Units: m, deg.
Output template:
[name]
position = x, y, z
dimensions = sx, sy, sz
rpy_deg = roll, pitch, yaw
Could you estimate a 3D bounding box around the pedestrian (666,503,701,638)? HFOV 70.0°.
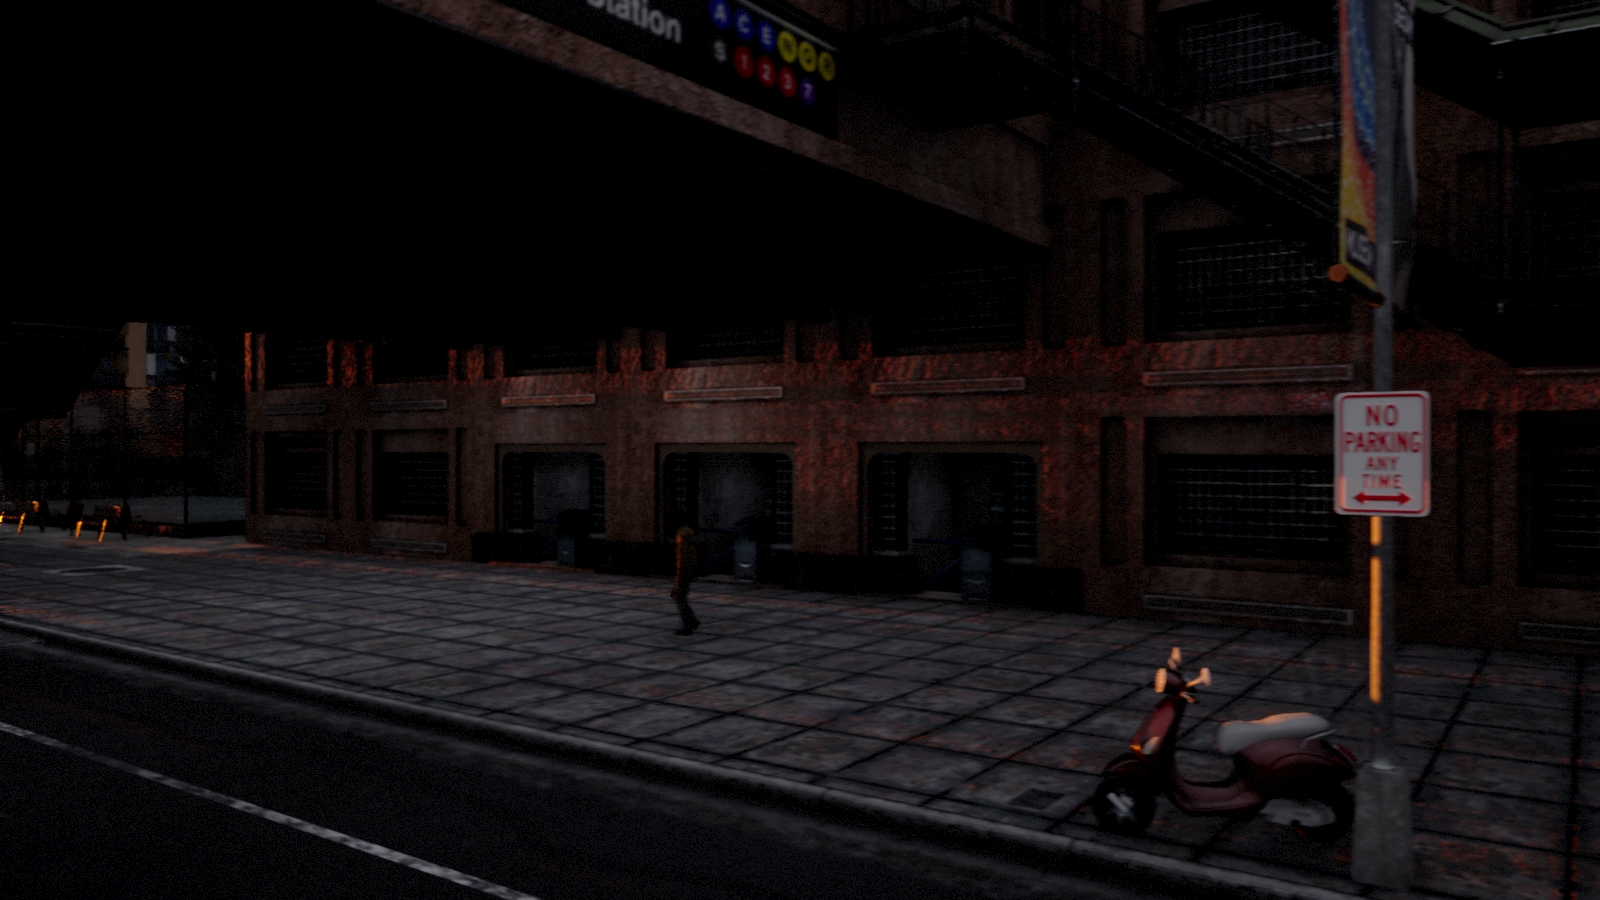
[pedestrian]
position = -1.645, 1.695, 16.148
dimensions = 0.375, 1.860, 0.375
rpy_deg = 0, 0, 18
